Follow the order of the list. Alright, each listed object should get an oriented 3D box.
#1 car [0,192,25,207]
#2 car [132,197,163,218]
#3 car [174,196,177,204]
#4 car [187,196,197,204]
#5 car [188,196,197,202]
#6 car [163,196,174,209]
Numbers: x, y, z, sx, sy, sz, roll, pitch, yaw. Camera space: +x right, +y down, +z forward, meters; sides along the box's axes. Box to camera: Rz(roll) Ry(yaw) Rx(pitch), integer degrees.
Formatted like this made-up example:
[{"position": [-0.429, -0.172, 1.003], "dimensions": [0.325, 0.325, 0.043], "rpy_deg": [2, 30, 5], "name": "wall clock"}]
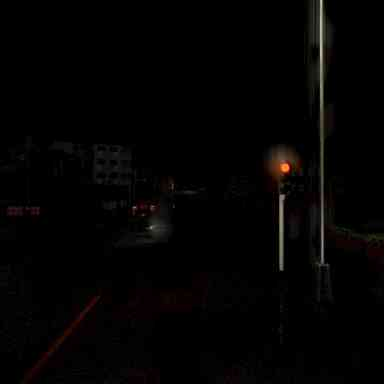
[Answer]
[{"position": [-19.715, 0.985, 35.000], "dimensions": [1.905, 1.878, 3.866], "rpy_deg": [0, 0, 35], "name": "car"}, {"position": [-4.063, 1.351, 29.884], "dimensions": [2.097, 1.767, 4.553], "rpy_deg": [0, 0, 0], "name": "car"}, {"position": [-3.956, 1.492, 65.298], "dimensions": [2.128, 1.511, 4.902], "rpy_deg": [0, 0, 1], "name": "car"}, {"position": [0.082, 1.547, 66.201], "dimensions": [2.033, 1.411, 5.357], "rpy_deg": [0, 0, 0], "name": "car"}, {"position": [0.095, 1.583, 76.796], "dimensions": [1.895, 1.301, 4.718], "rpy_deg": [0, 0, 0], "name": "car"}, {"position": [-4.042, 1.492, 45.663], "dimensions": [2.128, 1.511, 4.902], "rpy_deg": [0, 0, 0], "name": "car"}]
